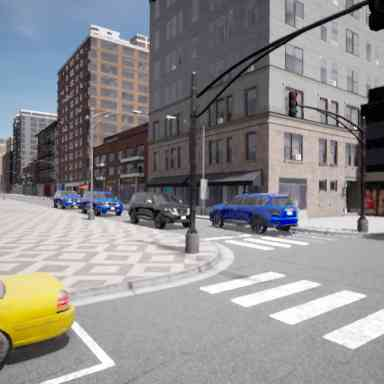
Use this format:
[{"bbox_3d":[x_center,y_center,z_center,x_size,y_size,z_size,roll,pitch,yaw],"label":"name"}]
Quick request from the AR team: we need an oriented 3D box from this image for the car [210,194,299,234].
[{"bbox_3d":[3.325,1.128,18.727,2.150,2.045,5.566,1,0,-35],"label":"car"}]

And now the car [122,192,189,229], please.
[{"bbox_3d":[-2.064,1.052,20.784,2.150,2.045,5.566,1,0,-35],"label":"car"}]

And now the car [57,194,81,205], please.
[{"bbox_3d":[-18.353,1.056,49.350,2.128,1.511,4.902,1,0,-35],"label":"car"}]

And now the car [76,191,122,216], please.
[{"bbox_3d":[-8.008,0.959,29.193,2.150,2.045,5.566,1,0,-35],"label":"car"}]

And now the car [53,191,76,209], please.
[{"bbox_3d":[-14.205,0.861,37.977,2.150,2.045,5.566,1,0,-35],"label":"car"}]

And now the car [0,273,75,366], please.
[{"bbox_3d":[-3.972,1.525,3.919,4.829,1.417,1.752,0,1,-36],"label":"car"}]
